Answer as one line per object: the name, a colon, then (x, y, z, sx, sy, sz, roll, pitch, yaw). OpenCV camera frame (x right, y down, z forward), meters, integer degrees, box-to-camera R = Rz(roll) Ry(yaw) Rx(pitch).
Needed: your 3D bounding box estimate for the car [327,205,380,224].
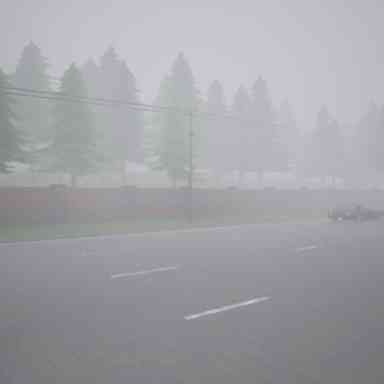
car: (12.240, 1.581, 24.659, 4.718, 1.301, 1.895, 0, 0, -34)

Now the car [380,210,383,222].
car: (15.021, 1.340, 22.311, 4.553, 1.767, 2.097, 0, 0, -34)
